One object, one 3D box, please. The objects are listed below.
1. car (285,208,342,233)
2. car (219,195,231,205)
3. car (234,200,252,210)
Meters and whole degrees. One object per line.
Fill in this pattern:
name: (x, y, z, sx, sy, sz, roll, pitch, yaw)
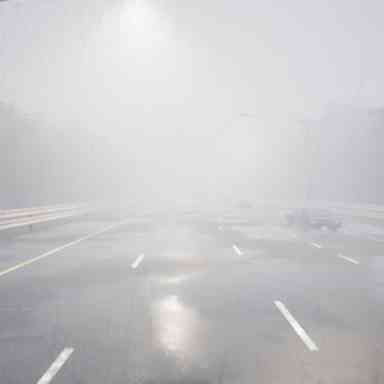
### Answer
car: (7.007, 1.612, 19.814, 1.895, 1.301, 4.718, 0, 0, 0)
car: (7.235, 1.693, 73.142, 2.150, 2.045, 5.566, 0, -1, 0)
car: (7.083, 1.757, 46.799, 1.895, 1.301, 4.718, 0, -1, 0)
